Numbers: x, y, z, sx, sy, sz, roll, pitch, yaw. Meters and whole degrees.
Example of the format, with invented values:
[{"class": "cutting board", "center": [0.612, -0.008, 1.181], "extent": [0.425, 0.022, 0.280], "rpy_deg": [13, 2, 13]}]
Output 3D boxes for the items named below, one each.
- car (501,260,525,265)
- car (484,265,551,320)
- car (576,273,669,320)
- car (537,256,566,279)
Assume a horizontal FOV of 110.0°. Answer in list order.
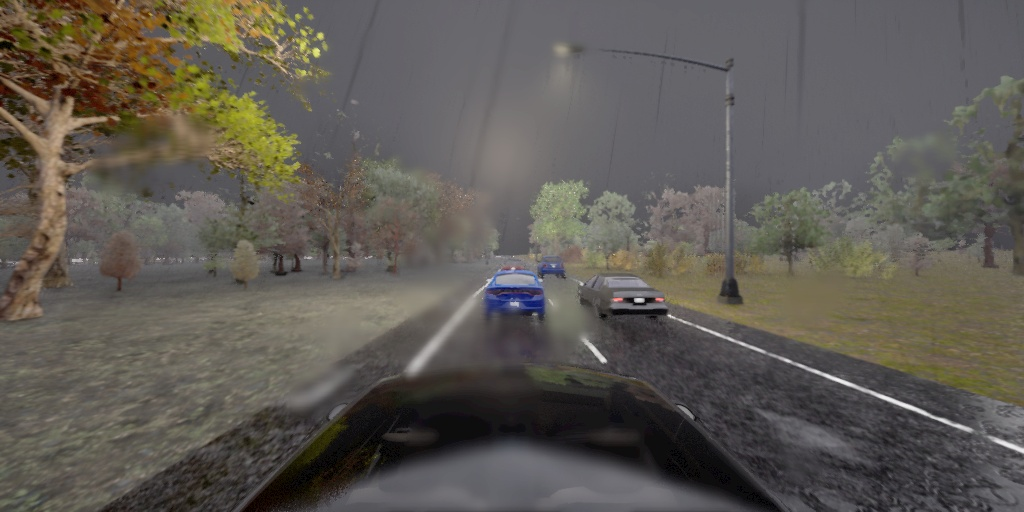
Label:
[{"class": "car", "center": [0.096, 1.120, 33.104], "extent": [2.097, 1.767, 4.553], "rpy_deg": [0, 0, 0]}, {"class": "car", "center": [0.109, 1.233, 12.680], "extent": [1.882, 1.535, 5.008], "rpy_deg": [0, 0, 0]}, {"class": "car", "center": [3.598, 1.303, 12.651], "extent": [2.033, 1.411, 5.357], "rpy_deg": [0, 0, 0]}, {"class": "car", "center": [3.597, 0.989, 33.276], "extent": [2.150, 2.045, 5.566], "rpy_deg": [0, 0, 0]}]
